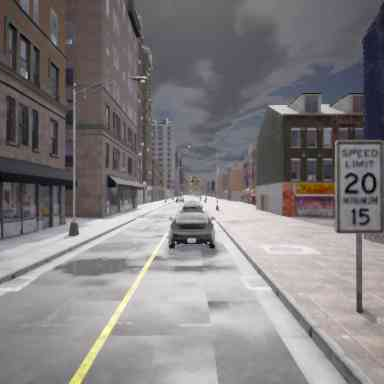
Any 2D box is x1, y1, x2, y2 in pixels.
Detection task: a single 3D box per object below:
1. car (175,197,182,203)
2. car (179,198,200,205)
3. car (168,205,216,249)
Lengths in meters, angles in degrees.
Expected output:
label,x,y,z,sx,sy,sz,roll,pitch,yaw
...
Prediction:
label,x,y,z,sx,sy,sz,roll,pitch,yaw
car,-2.750,1.829,75.934,1.994,1.385,4.181,0,0,0
car,0.000,1.568,29.652,1.837,1.490,4.892,0,0,0
car,0.000,1.530,14.650,1.837,1.490,4.892,0,0,0
